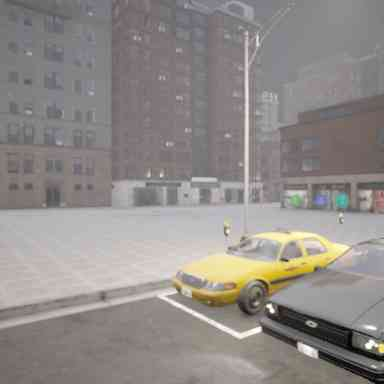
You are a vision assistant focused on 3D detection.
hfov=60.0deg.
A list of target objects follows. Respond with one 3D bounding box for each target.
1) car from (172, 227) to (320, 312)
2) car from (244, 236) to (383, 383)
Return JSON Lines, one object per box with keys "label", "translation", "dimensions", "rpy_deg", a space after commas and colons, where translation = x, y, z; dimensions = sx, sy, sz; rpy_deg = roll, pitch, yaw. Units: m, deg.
{"label": "car", "translation": [1.865, 1.518, 7.518], "dimensions": [4.829, 1.417, 1.752], "rpy_deg": [0, 0, -36]}
{"label": "car", "translation": [3.570, 1.539, 5.615], "dimensions": [5.357, 1.411, 2.033], "rpy_deg": [0, 0, -36]}
